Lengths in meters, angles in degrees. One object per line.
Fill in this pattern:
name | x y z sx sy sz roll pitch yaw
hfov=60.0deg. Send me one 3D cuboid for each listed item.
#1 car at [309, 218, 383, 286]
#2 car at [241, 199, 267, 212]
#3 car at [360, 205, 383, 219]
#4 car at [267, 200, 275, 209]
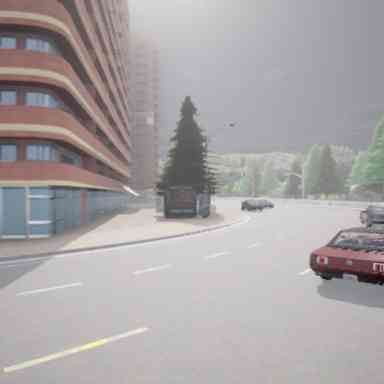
car | 5.012 1.627 9.075 1.895 1.301 4.718 -1 0 42
car | 7.672 1.677 42.627 1.882 1.535 5.008 0 0 -5
car | 12.827 1.608 22.834 2.033 1.411 5.357 0 0 19
car | 10.560 1.769 49.406 2.033 1.411 5.357 0 0 -5
